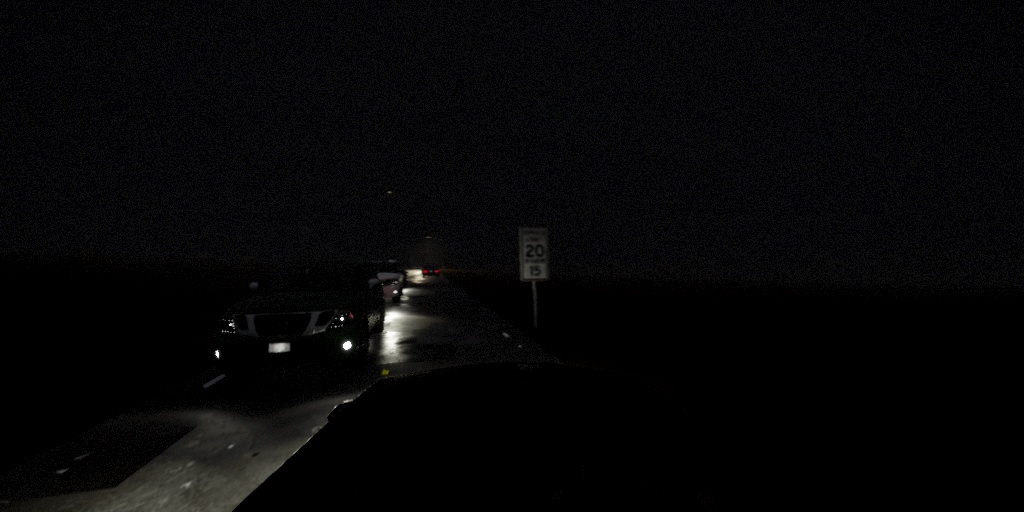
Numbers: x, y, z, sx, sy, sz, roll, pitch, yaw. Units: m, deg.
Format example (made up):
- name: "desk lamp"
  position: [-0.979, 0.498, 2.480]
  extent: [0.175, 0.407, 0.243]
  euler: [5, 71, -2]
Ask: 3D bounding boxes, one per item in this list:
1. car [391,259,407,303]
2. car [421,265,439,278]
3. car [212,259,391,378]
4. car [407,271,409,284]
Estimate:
- name: "car"
  position: [-6.690, 1.189, 18.143]
  extent: [2.150, 2.045, 5.566]
  euler: [-1, 0, -14]
- name: "car"
  position: [-9.383, 1.770, 41.258]
  extent: [2.033, 1.411, 5.357]
  euler: [-1, -1, -14]
- name: "car"
  position: [-4.213, 1.079, 8.155]
  extent: [2.150, 2.045, 5.566]
  euler: [-1, -1, -14]
- name: "car"
  position: [-9.103, 1.560, 27.927]
  extent: [1.882, 1.535, 5.008]
  euler: [-1, 0, -14]
